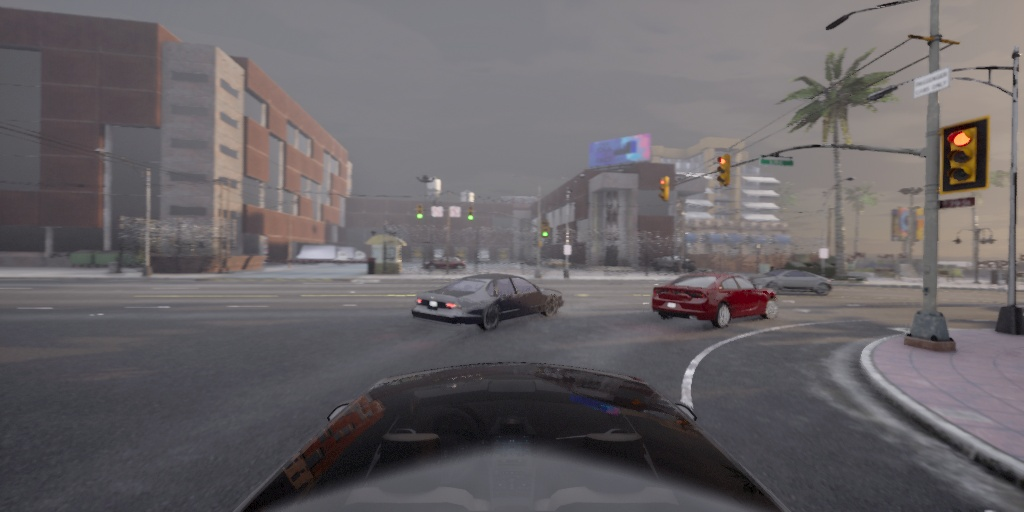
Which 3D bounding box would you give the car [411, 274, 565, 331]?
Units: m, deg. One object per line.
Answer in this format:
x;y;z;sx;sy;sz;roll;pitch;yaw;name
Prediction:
-0.423;1.260;10.958;2.033;1.411;5.357;1;0;38;car

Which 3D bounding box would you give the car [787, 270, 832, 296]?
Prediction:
15.930;1.487;20.919;4.181;1.385;1.994;1;0;5;car

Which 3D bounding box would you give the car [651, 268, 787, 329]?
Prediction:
6.690;1.294;11.682;5.008;1.535;1.882;1;-1;-33;car
